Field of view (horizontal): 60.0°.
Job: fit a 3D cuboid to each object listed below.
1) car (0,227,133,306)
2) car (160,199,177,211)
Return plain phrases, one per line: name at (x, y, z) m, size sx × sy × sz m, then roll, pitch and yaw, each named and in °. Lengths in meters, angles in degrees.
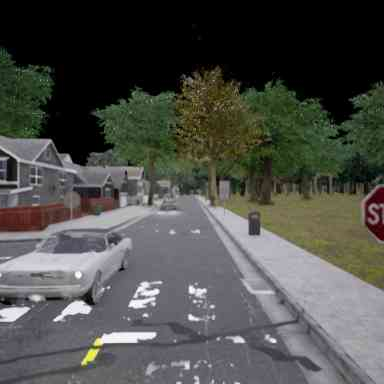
car at (-2.774, 1.600, 8.124) m, size 1.895 × 1.301 × 4.718 m, roll 0°, pitch -1°, yaw 0°
car at (-2.788, 1.527, 40.127) m, size 1.895 × 1.301 × 4.718 m, roll 0°, pitch 0°, yaw 0°
